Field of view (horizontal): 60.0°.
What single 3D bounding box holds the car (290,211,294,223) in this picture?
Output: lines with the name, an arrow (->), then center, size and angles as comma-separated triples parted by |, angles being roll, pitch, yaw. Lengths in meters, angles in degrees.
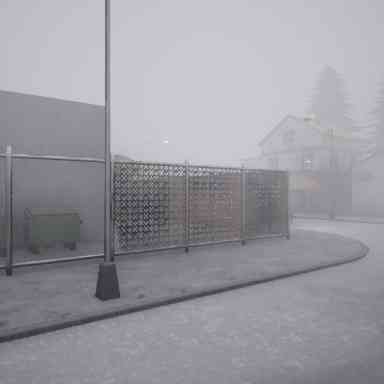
car -> 5.067, 1.477, 24.170 | 1.882, 1.535, 5.008 | 0, 0, -35
